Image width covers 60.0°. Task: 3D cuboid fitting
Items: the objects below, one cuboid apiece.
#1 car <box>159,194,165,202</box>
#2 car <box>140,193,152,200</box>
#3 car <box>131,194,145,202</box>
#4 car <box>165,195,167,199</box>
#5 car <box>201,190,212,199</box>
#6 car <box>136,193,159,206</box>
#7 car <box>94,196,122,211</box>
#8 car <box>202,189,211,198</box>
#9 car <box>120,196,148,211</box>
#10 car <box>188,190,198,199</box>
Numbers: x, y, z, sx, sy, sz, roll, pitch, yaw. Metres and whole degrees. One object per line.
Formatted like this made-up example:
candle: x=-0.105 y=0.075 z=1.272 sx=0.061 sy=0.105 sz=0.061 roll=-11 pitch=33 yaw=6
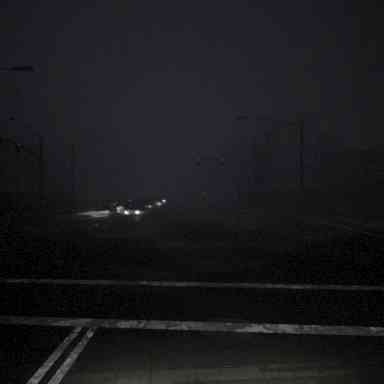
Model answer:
car: x=-6.851 y=1.219 z=64.307 sx=1.895 sy=1.301 sz=4.718 roll=0 pitch=1 yaw=0
car: x=-10.321 y=0.957 z=74.718 sx=2.033 sy=1.411 sz=5.357 roll=0 pitch=1 yaw=0
car: x=-10.351 y=1.185 z=64.116 sx=1.994 sy=1.385 sz=4.181 roll=0 pitch=1 yaw=0
car: x=-6.821 y=1.012 z=74.724 sx=1.895 sy=1.301 sz=4.718 roll=0 pitch=1 yaw=0
car: x=3.687 y=0.910 z=77.612 sx=1.994 sy=1.385 sz=4.181 roll=0 pitch=1 yaw=0
car: x=-6.912 y=1.346 z=51.822 sx=2.033 sy=1.411 sz=5.357 roll=0 pitch=1 yaw=0
car: x=-10.474 y=1.415 z=40.504 sx=2.128 sy=1.511 sz=4.902 roll=0 pitch=0 yaw=1
car: x=3.710 y=0.378 z=87.605 sx=2.150 sy=2.045 sz=5.566 roll=0 pitch=1 yaw=0
car: x=-6.978 y=1.488 z=40.295 sx=1.994 sy=1.385 sz=4.181 roll=0 pitch=0 yaw=1
car: x=0.183 y=0.604 z=76.548 sx=2.150 sy=2.045 sz=5.566 roll=0 pitch=1 yaw=0
